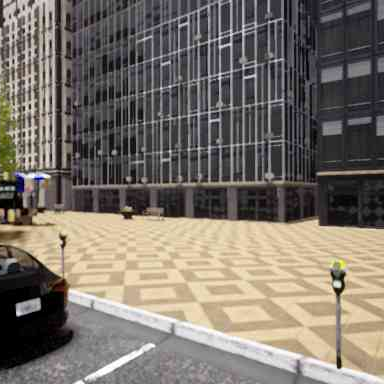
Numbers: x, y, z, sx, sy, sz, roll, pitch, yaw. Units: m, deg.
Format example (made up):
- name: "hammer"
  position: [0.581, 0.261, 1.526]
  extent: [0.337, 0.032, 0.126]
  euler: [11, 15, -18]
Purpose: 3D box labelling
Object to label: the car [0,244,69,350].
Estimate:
- name: "car"
  position: [-3.865, 1.562, 5.635]
  extent: [4.313, 1.339, 1.947]
  euler: [0, 0, 35]
